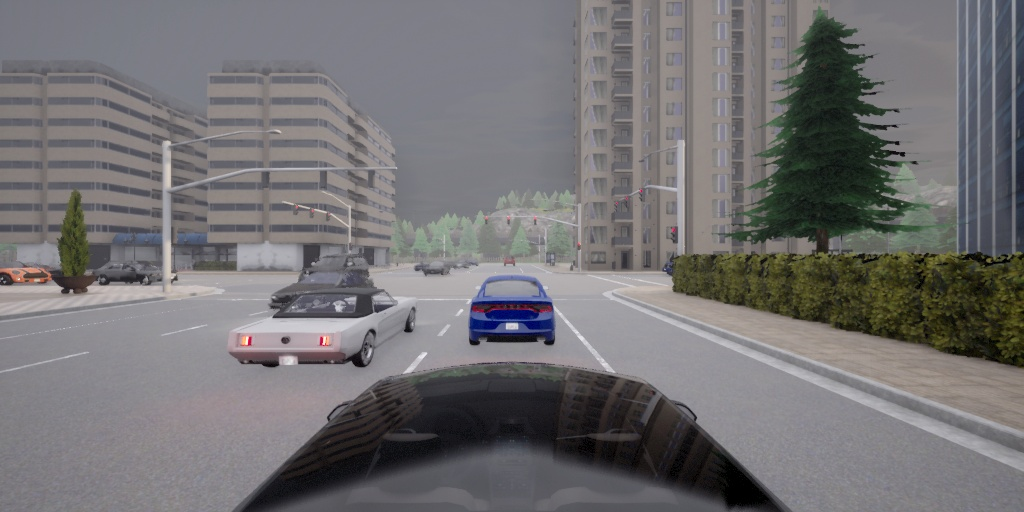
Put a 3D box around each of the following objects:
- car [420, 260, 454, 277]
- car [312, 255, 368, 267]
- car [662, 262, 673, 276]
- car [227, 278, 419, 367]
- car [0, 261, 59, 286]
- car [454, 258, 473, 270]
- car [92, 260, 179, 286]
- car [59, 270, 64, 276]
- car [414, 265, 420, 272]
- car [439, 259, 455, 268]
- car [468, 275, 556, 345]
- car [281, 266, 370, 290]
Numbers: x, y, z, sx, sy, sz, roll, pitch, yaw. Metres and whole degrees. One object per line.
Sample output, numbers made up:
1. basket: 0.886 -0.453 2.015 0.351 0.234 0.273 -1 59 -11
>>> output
1. car: -7.404 1.227 35.823 1.882 1.535 5.008 0 0 -1
2. car: -10.793 0.971 22.307 2.150 2.045 5.566 0 0 0
3. car: 17.894 0.971 35.453 5.566 2.045 2.150 0 0 0
4. car: -3.496 1.351 7.841 1.895 1.301 4.718 0 0 0
5. car: -35.097 1.102 24.810 4.553 1.767 2.097 0 0 0
6. car: -7.555 1.239 53.508 2.128 1.511 4.902 0 0 0
7. car: -25.946 1.241 24.780 4.902 1.511 2.128 0 0 1
8. car: -38.613 1.350 28.318 4.718 1.301 1.895 0 0 0
9. car: -10.989 1.350 45.433 1.895 1.301 4.718 0 0 0
10. car: -11.105 1.313 61.535 1.994 1.385 4.181 0 0 0
11. car: -0.004 1.227 9.507 1.882 1.535 5.008 0 0 0
12. car: -7.212 1.297 14.408 2.033 1.411 5.357 0 0 -1
